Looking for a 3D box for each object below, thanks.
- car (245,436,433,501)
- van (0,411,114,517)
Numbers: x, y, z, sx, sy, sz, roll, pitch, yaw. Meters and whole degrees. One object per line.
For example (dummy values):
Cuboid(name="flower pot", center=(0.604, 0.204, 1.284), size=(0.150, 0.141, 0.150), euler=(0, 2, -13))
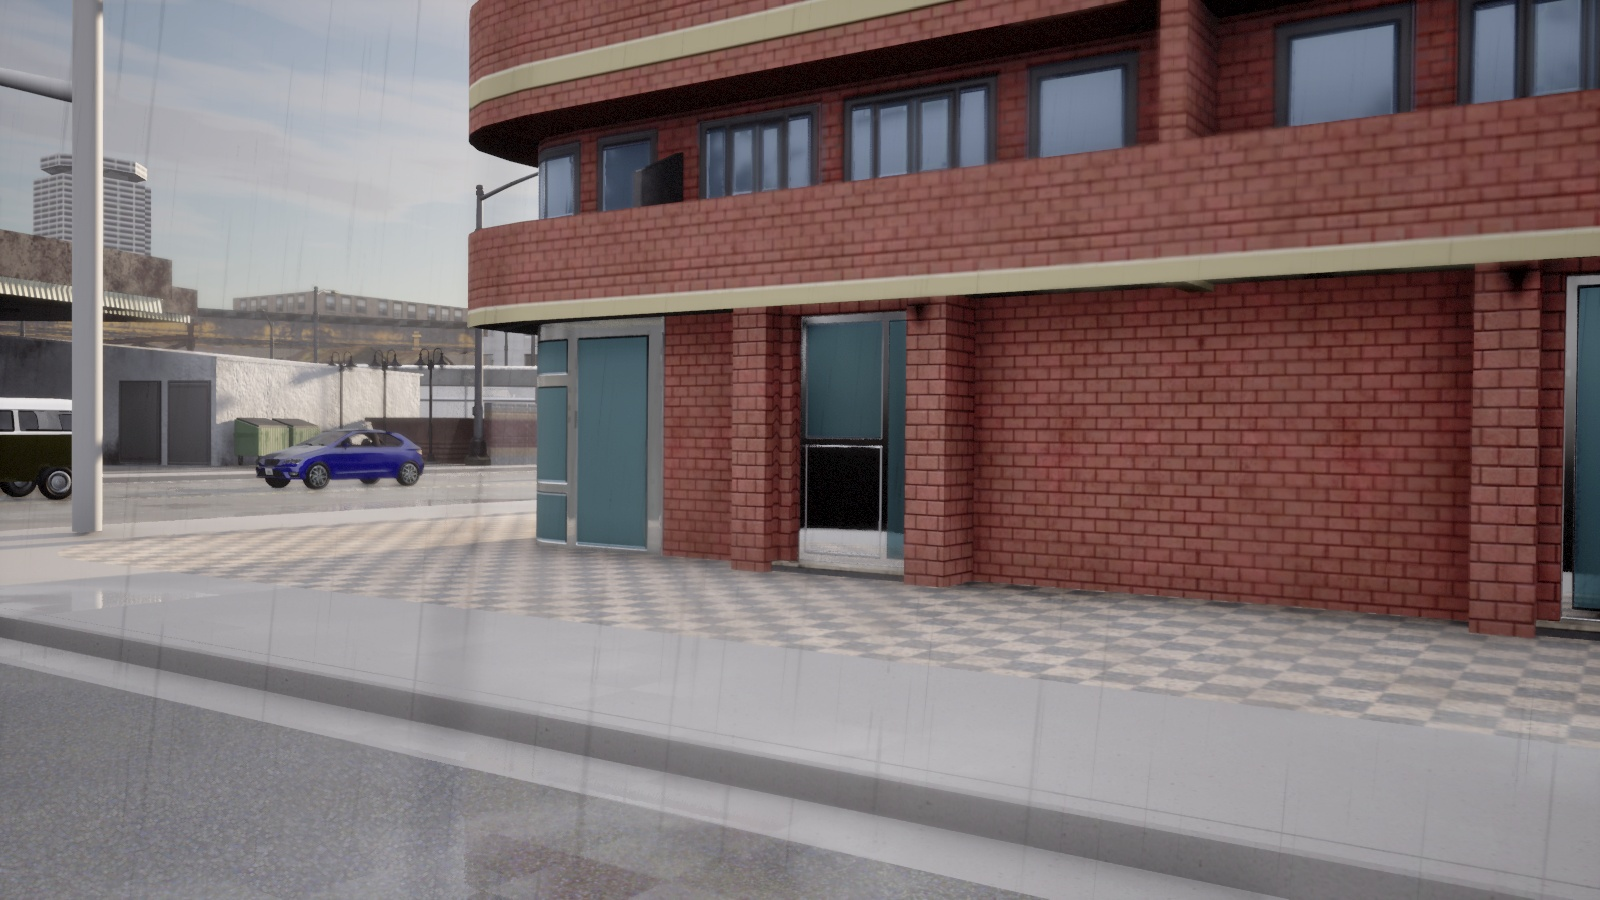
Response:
Cuboid(name="car", center=(-11.542, 0.416, 31.720), size=(1.816, 1.474, 4.193), euler=(0, 1, 33))
Cuboid(name="van", center=(-16.206, 0.267, 24.497), size=(2.069, 2.038, 4.480), euler=(0, 1, 32))
